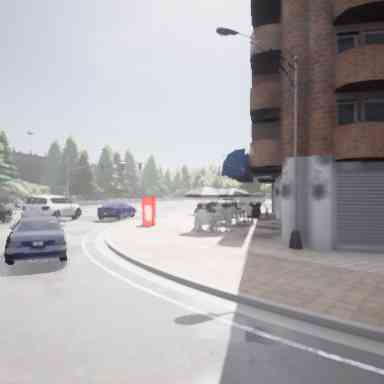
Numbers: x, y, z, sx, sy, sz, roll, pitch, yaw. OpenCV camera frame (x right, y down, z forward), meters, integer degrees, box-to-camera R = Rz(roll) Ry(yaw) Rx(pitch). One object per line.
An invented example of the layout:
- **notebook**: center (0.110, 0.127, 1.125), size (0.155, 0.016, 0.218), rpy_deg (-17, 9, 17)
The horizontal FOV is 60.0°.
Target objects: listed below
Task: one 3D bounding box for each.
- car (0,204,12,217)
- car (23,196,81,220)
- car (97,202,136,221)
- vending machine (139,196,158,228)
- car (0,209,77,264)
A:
- **car**: center (-14.442, 1.546, 22.958), size (1.837, 1.490, 4.892), rpy_deg (0, 0, 3)
- **car**: center (-10.642, 1.295, 25.650), size (2.150, 2.045, 5.566), rpy_deg (0, 0, 7)
- **car**: center (-6.465, 1.589, 28.995), size (1.882, 1.535, 5.008), rpy_deg (0, 0, 10)
- **vending machine**: center (-2.836, 1.291, 21.928), size (1.100, 2.100, 0.880), rpy_deg (0, 0, 0)
- **car**: center (-5.563, 1.580, 12.097), size (2.033, 1.411, 5.357), rpy_deg (0, 0, -24)
